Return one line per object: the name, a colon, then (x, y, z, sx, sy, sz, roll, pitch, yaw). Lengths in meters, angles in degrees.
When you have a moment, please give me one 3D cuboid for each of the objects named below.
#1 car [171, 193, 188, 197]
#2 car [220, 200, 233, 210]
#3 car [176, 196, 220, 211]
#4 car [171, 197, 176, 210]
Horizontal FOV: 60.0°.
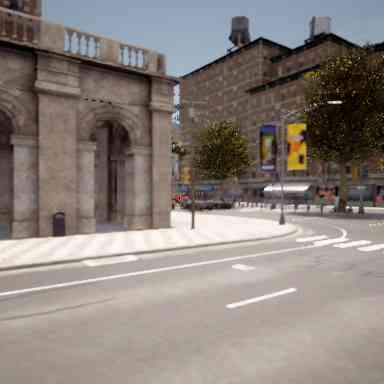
car: (-2.718, 1.311, 66.019, 2.150, 2.045, 5.566, 0, 0, -35)
car: (3.193, 1.667, 43.583, 1.895, 1.301, 4.718, 0, 0, -35)
car: (0.604, 1.606, 41.179, 2.033, 1.411, 5.357, 0, 0, -35)
car: (-3.931, 1.649, 42.145, 1.895, 1.301, 4.718, 0, 0, -35)
